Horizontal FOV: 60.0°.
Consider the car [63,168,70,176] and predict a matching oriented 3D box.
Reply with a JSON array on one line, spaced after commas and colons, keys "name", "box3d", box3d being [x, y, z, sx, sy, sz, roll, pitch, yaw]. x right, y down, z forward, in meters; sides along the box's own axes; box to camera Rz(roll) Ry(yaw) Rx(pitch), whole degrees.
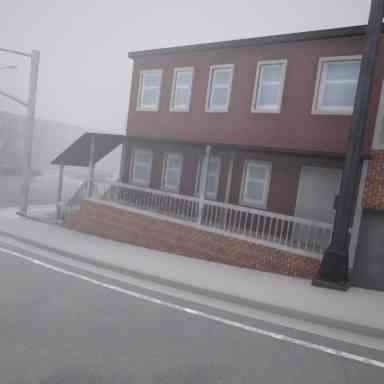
[{"name": "car", "box3d": [-14.235, -2.669, 42.856, 2.033, 1.411, 5.357, 10, 6, 35]}]

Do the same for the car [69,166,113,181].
[{"name": "car", "box3d": [-11.794, -2.177, 40.301, 1.837, 1.490, 4.892, 11, 6, 35]}]

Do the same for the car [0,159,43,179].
[{"name": "car", "box3d": [-17.434, -2.140, 32.493, 2.033, 1.411, 5.357, 11, 6, 37]}]
